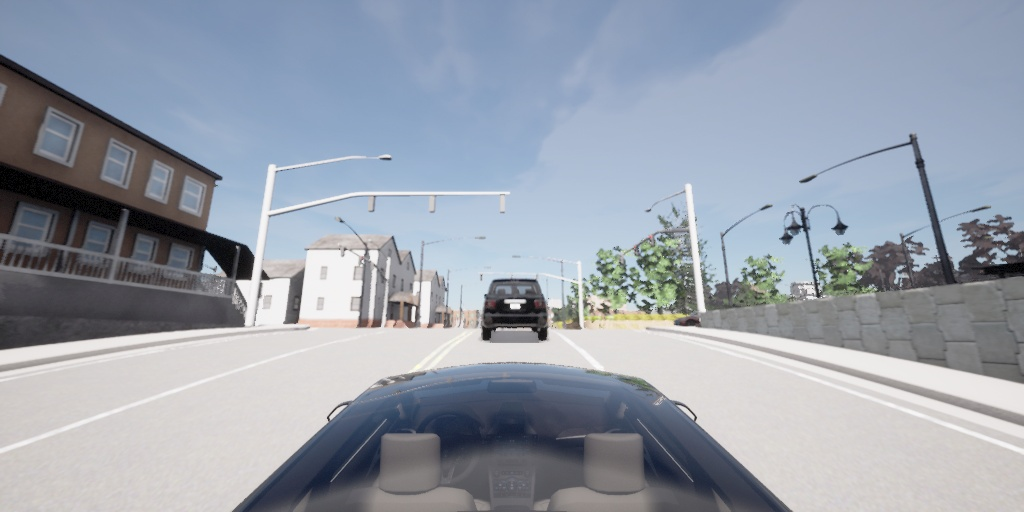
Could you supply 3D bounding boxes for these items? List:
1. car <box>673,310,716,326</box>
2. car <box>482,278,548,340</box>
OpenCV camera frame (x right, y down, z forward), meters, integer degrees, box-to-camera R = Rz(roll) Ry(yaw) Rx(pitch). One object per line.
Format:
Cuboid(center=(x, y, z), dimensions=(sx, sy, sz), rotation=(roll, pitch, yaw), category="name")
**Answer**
Cuboid(center=(15.931, 5.341, 30.067), dimensions=(4.553, 1.767, 2.097), rotation=(0, -12, 1), category="car")
Cuboid(center=(0.083, 1.958, 13.584), dimensions=(2.150, 2.045, 5.566), rotation=(0, -7, 0), category="car")
